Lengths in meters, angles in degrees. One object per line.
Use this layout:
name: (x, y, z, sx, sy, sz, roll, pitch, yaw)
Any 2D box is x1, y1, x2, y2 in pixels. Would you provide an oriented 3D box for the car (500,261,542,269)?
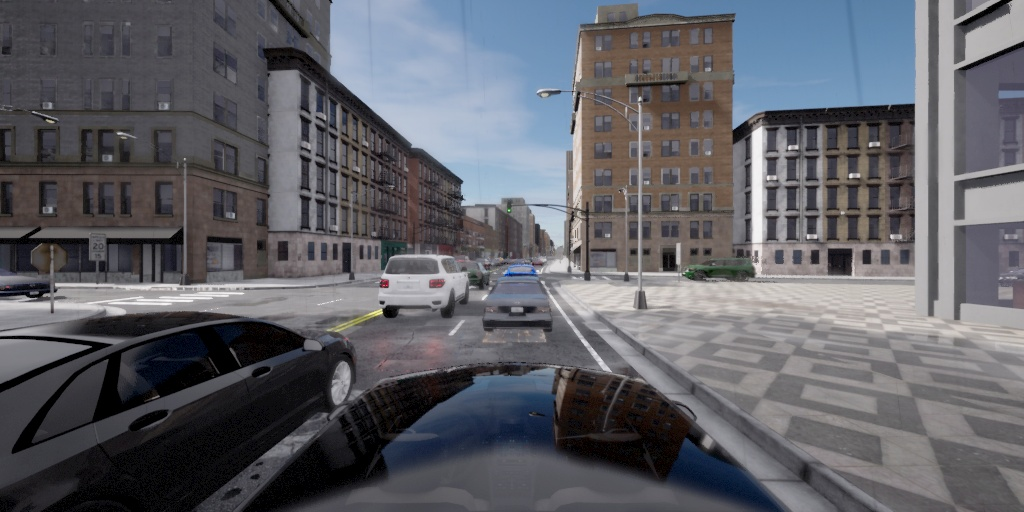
car: (0.566, 1.228, 20.670, 1.882, 1.535, 5.008, 0, 0, 2)

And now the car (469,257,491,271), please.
car: (-4.247, 1.080, 48.062, 2.097, 1.767, 4.553, 0, 0, 6)

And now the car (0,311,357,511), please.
car: (-3.113, 1.255, 3.170, 1.837, 1.490, 4.892, 0, 0, 0)

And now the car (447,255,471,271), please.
car: (-7.305, 0.946, 50.130, 2.150, 2.045, 5.566, 0, 0, 4)

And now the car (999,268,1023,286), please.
car: (40.394, 1.686, 27.812, 4.902, 1.511, 2.128, 1, 0, 8)

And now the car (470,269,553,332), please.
car: (0.202, 1.296, 10.821, 2.033, 1.411, 5.357, 0, 0, 2)

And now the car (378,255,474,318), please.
car: (-2.946, 0.972, 13.069, 2.150, 2.045, 5.566, 0, 0, 1)

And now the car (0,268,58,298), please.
car: (-22.641, 1.136, 14.961, 5.357, 1.411, 2.033, 1, 0, -1)

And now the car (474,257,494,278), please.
car: (-2.594, 1.102, 22.673, 2.097, 1.767, 4.553, 0, 0, 3)

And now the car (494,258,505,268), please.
car: (-2.981, 1.191, 59.669, 2.128, 1.511, 4.902, 0, 0, 7)

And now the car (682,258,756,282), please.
car: (17.746, 1.187, 30.872, 5.566, 2.045, 2.150, 1, 0, 8)
